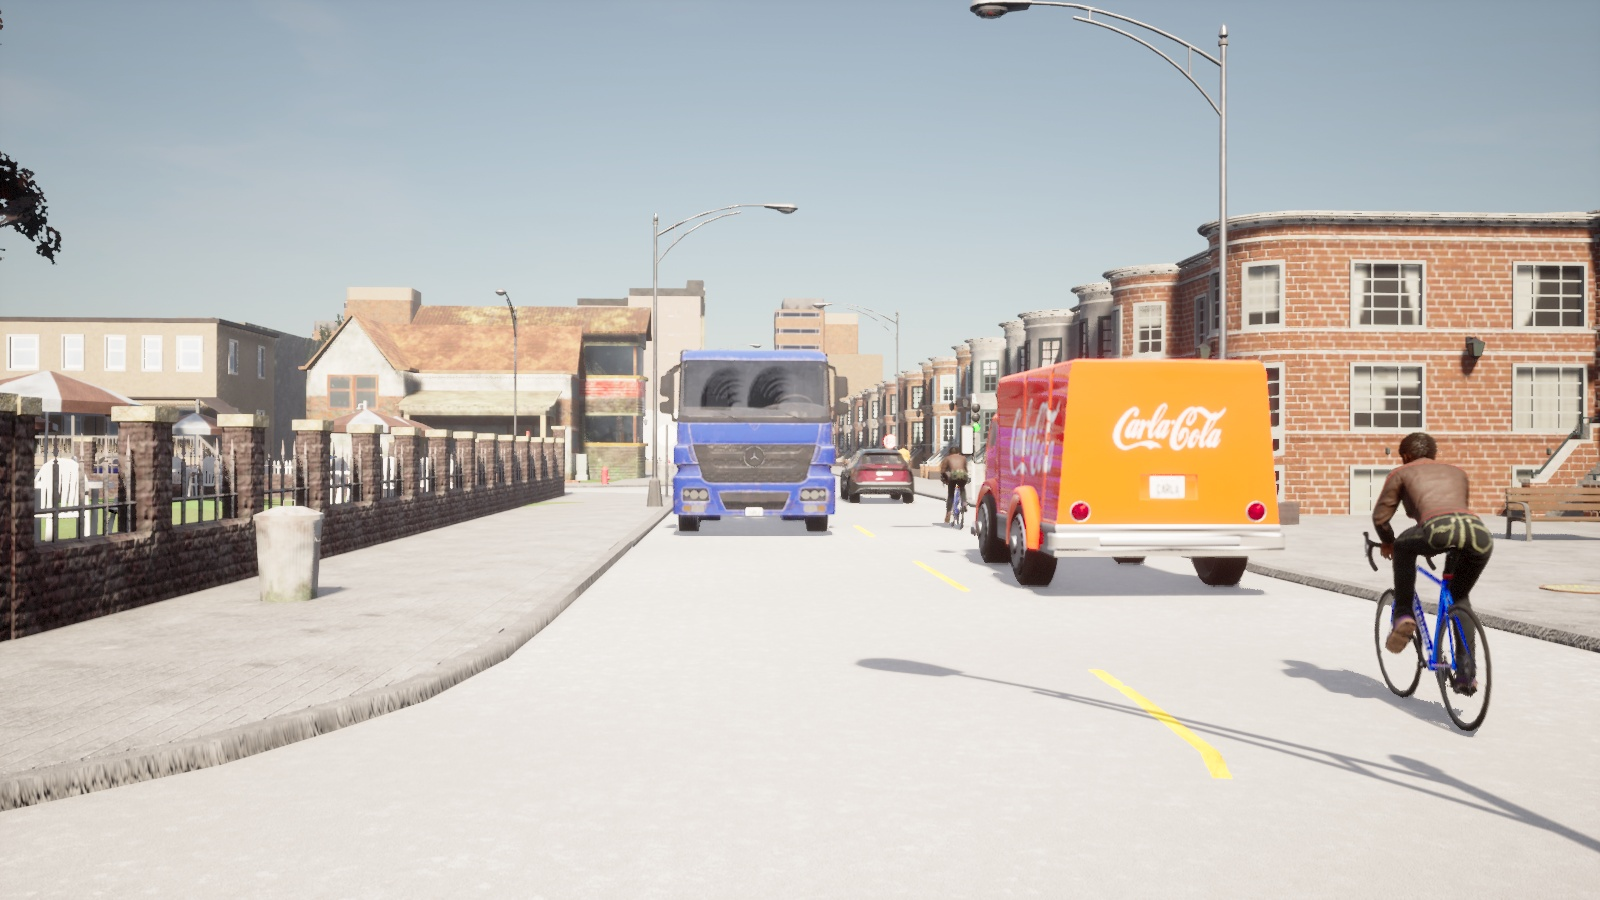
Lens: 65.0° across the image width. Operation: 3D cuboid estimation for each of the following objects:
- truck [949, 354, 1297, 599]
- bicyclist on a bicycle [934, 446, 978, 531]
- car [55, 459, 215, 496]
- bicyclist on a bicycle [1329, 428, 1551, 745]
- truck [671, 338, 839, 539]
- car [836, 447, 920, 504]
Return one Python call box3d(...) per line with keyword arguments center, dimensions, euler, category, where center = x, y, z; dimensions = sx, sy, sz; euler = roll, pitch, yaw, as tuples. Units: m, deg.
box3d(center=(3.594, 0.278, 15.315), dimensions=(2.627, 2.467, 5.204), euler=(0, 0, -4), category="truck")
box3d(center=(3.071, 0.741, 24.852), dimensions=(0.582, 1.620, 1.656), euler=(0, -1, -3), category="bicyclist on a bicycle")
box3d(center=(-23.857, 0.970, 45.176), dimensions=(4.718, 1.301, 1.895), euler=(0, 0, -3), category="car")
box3d(center=(3.635, 0.706, 7.278), dimensions=(0.582, 1.620, 1.656), euler=(0, -1, 6), category="bicyclist on a bicycle")
box3d(center=(-0.971, -0.186, 25.638), dimensions=(2.891, 3.462, 7.936), euler=(0, 0, -3), category="truck")
box3d(center=(2.334, 0.747, 38.795), dimensions=(2.033, 1.649, 4.856), euler=(0, 0, -3), category="car")
